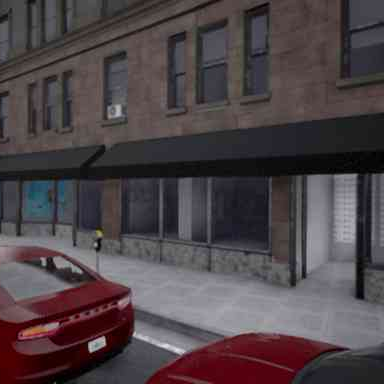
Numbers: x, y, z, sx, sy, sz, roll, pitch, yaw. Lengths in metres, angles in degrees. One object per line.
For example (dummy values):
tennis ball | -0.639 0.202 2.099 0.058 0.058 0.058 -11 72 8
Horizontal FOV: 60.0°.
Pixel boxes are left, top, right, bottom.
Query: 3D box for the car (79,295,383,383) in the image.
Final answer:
car | 1.643 1.552 1.687 4.507 1.381 1.887 1 0 35

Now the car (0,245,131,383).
car | -2.833 1.464 4.868 4.507 1.381 1.887 1 0 35
